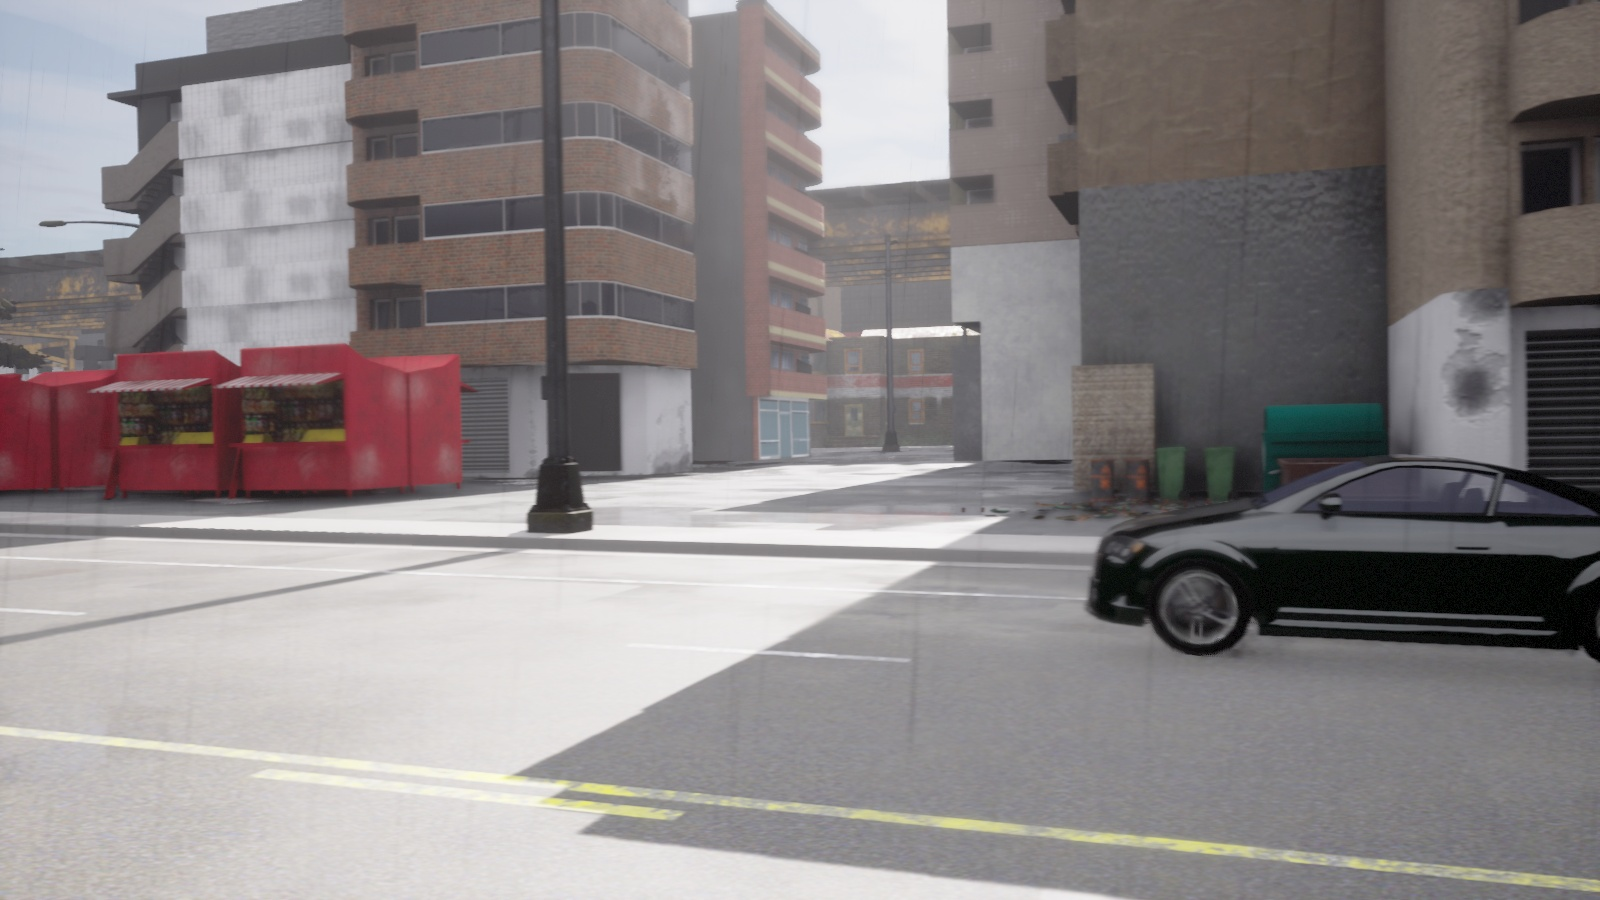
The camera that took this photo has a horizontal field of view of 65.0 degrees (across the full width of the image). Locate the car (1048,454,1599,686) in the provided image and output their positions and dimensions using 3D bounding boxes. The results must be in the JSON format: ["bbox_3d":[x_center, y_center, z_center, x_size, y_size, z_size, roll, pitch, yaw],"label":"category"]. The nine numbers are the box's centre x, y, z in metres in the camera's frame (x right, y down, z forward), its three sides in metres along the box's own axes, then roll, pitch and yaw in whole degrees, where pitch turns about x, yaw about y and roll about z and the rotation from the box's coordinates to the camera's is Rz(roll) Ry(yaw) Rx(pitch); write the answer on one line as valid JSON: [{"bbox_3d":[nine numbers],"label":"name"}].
[{"bbox_3d":[4.066,0.758,9.211,4.181,1.385,1.994,1,1,19],"label":"car"}]
